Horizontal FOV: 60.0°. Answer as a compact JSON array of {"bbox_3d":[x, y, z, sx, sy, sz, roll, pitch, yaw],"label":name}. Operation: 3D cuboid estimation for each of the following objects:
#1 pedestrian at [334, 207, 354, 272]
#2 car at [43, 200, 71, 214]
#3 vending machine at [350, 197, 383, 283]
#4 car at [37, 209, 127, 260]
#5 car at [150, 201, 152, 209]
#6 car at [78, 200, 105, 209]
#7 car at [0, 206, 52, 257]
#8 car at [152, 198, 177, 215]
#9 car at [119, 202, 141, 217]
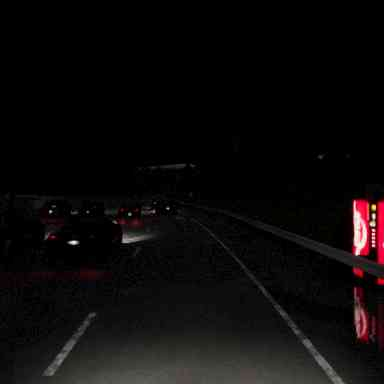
[{"bbox_3d":[4.288,1.294,9.373,0.375,1.860,0.375,0,0,-2],"label":"pedestrian"},{"bbox_3d":[-12.944,1.502,31.967,1.837,1.490,4.892,0,-1,-9],"label":"car"},{"bbox_3d":[4.854,1.195,8.631,1.100,2.100,0.880,0,0,-2],"label":"vending machine"},{"bbox_3d":[-3.843,1.564,12.455,1.994,1.385,4.181,0,0,-3],"label":"car"},{"bbox_3d":[-4.349,1.526,43.483,1.812,1.442,4.674,0,0,-10],"label":"car"},{"bbox_3d":[-9.208,1.491,30.672,2.128,1.511,4.902,0,0,-8],"label":"car"},{"bbox_3d":[-7.368,1.504,12.880,1.837,1.490,4.892,0,0,-3],"label":"car"},{"bbox_3d":[-2.725,1.564,34.545,1.994,1.385,4.181,0,0,-10],"label":"car"},{"bbox_3d":[-5.674,1.601,30.808,1.895,1.301,4.718,0,0,-8],"label":"car"}]
